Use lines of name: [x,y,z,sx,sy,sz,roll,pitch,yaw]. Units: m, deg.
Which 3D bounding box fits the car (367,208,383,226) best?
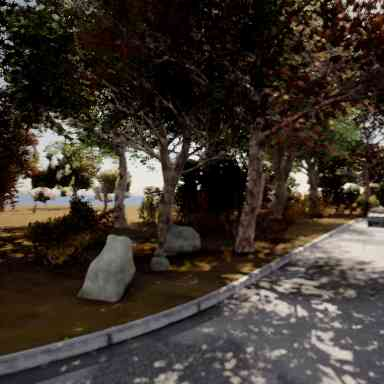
car: [14.665,1.921,25.553,1.895,1.301,4.718,0,-1,33]
